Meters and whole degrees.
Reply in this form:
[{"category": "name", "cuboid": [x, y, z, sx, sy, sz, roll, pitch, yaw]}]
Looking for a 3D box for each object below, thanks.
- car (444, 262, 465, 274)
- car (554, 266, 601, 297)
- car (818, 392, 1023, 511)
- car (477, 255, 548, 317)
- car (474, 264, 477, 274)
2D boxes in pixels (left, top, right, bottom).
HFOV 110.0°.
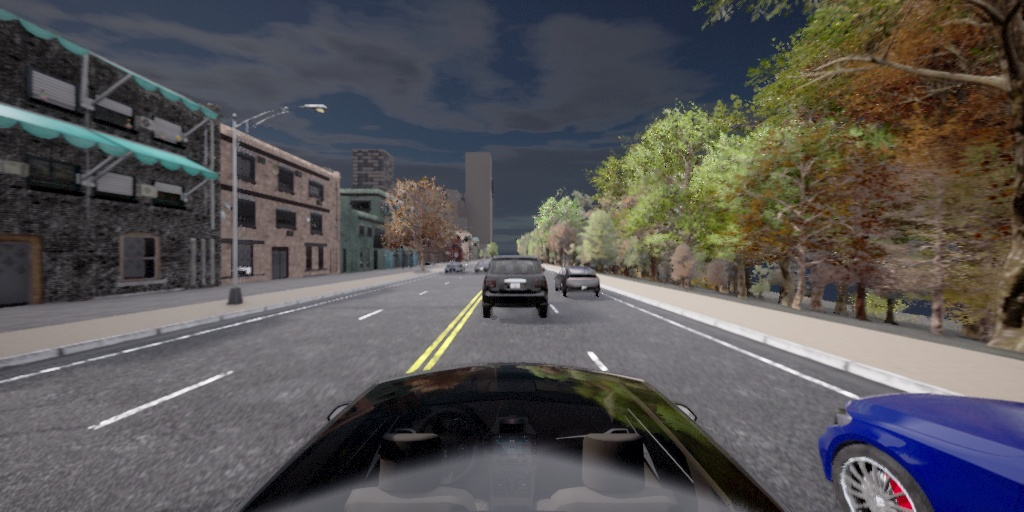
[{"category": "car", "cuboid": [-6.633, 1.398, 41.973, 1.994, 1.385, 4.181, 0, 0, 0]}, {"category": "car", "cuboid": [3.346, 1.277, 19.054, 2.128, 1.511, 4.902, 0, 0, 0]}, {"category": "car", "cuboid": [3.349, 1.274, 0.869, 1.812, 1.442, 4.674, 0, 0, 0]}, {"category": "car", "cuboid": [0.098, 0.996, 13.463, 2.150, 2.045, 5.566, 0, 0, 0]}, {"category": "car", "cuboid": [-3.384, 1.326, 42.427, 2.128, 1.511, 4.902, 0, 0, 0]}]
